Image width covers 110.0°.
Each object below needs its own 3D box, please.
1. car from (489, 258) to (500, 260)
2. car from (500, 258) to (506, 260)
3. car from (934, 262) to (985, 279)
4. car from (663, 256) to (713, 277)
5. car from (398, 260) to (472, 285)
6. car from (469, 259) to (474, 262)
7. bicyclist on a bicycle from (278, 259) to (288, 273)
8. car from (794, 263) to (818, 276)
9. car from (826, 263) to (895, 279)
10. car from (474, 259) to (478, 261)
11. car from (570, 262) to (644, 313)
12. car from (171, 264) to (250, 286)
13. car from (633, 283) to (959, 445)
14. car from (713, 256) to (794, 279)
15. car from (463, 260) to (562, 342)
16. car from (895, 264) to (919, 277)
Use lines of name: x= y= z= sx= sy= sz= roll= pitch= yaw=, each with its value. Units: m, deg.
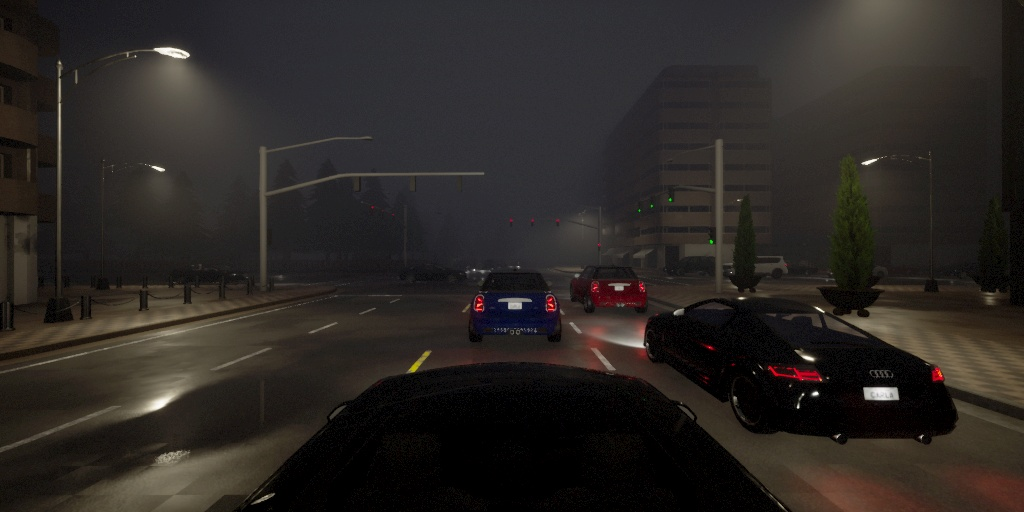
car: x=-3.218 y=1.255 z=52.332 sx=1.837 sy=1.490 sz=4.892 roll=0 pitch=0 yaw=3
car: x=-2.023 y=1.297 z=62.041 sx=2.033 sy=1.411 sz=5.357 roll=0 pitch=0 yaw=14
car: x=42.130 y=1.283 z=33.091 sx=5.008 sy=1.535 sz=1.882 roll=0 pitch=0 yaw=0
car: x=18.422 y=1.027 z=36.521 sx=5.566 sy=2.045 sz=2.150 roll=0 pitch=0 yaw=0
car: x=-5.640 y=1.254 z=25.735 sx=4.902 sy=1.511 sz=2.128 roll=0 pitch=0 yaw=0
car: x=-6.859 y=1.314 z=48.668 sx=1.994 sy=1.385 sz=4.181 roll=0 pitch=0 yaw=2
bicyclist on a bicycle: x=-25.611 y=1.106 z=40.135 sx=0.582 sy=1.620 sz=1.656 roll=0 pitch=0 yaw=0
car: x=28.181 y=1.406 z=36.557 sx=4.718 sy=1.301 sz=1.895 roll=0 pitch=0 yaw=0
car: x=31.806 y=1.331 z=33.068 sx=4.674 sy=1.442 sz=1.812 roll=0 pitch=0 yaw=0
car: x=-6.246 y=1.255 z=57.557 sx=1.837 sy=1.490 sz=4.892 roll=0 pitch=0 yaw=7
car: x=3.606 y=1.102 z=14.151 sx=2.097 sy=1.767 sz=4.553 roll=0 pitch=0 yaw=0
car: x=-21.438 y=1.297 z=25.669 sx=4.902 sy=1.511 sz=2.128 roll=0 pitch=0 yaw=0
car: x=3.607 y=1.314 z=5.510 sx=1.994 sy=1.385 sz=4.181 roll=0 pitch=0 yaw=0
car: x=22.169 y=1.027 z=33.036 sx=5.566 sy=2.045 sz=2.150 roll=0 pitch=0 yaw=0
car: x=0.083 y=1.102 z=9.923 sx=2.097 sy=1.767 sz=4.553 roll=0 pitch=0 yaw=0
car: x=38.227 y=1.406 z=36.588 sx=4.718 sy=1.301 sz=1.895 roll=0 pitch=0 yaw=0
